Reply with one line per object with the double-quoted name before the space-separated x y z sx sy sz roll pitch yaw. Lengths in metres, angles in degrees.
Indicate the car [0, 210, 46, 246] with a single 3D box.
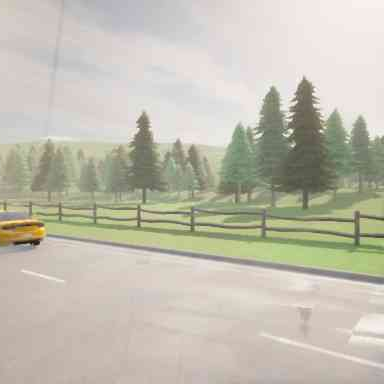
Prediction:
"car" -8.217 1.482 14.030 5.008 1.535 1.882 0 0 35
